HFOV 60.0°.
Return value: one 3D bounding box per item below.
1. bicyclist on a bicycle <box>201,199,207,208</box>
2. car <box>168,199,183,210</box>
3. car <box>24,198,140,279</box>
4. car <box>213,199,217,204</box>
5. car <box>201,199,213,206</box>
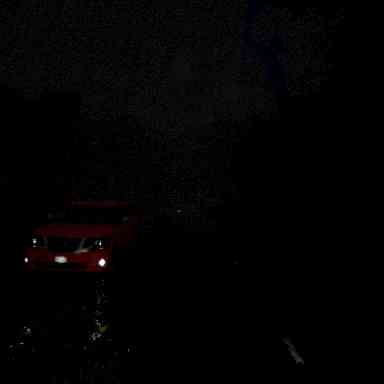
[{"bbox_3d":[1.919,2.107,59.317,0.582,1.620,1.656,2,-1,5],"label":"bicyclist on a bicycle"},{"bbox_3d":[-2.502,1.947,51.988,1.837,1.490,4.892,2,-1,4],"label":"car"},{"bbox_3d":[-3.040,1.249,10.527,2.150,2.045,5.566,2,-1,0],"label":"car"},{"bbox_3d":[5.626,2.608,90.561,2.033,1.411,5.357,2,-1,12],"label":"car"},{"bbox_3d":[3.208,2.399,77.190,1.837,1.490,4.892,2,-1,9],"label":"car"}]
